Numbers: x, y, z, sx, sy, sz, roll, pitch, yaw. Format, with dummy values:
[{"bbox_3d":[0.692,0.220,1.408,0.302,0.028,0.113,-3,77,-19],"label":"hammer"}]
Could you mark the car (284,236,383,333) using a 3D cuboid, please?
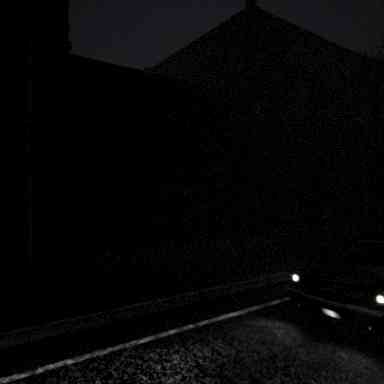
[{"bbox_3d":[3.985,1.592,6.502,4.718,1.301,1.895,0,0,-35],"label":"car"}]
